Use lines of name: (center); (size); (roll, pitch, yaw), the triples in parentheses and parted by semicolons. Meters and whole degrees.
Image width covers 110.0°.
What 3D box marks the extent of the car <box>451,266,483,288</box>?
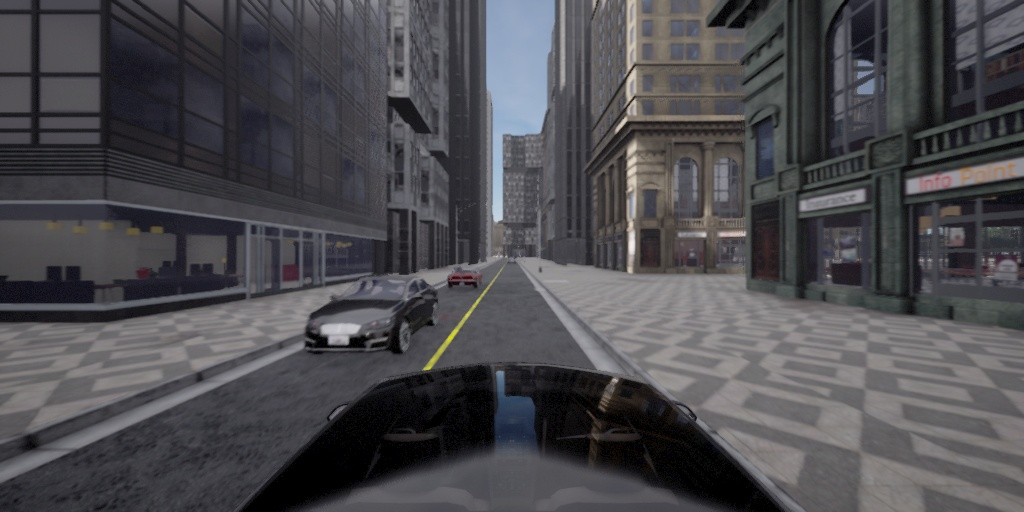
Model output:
car: (-3.001, 1.358, 23.692); (1.895, 1.301, 4.718); (0, 0, 0)

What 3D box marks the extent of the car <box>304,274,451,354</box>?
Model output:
car: (-3.087, 1.243, 8.857); (2.128, 1.511, 4.902); (0, 0, 0)
